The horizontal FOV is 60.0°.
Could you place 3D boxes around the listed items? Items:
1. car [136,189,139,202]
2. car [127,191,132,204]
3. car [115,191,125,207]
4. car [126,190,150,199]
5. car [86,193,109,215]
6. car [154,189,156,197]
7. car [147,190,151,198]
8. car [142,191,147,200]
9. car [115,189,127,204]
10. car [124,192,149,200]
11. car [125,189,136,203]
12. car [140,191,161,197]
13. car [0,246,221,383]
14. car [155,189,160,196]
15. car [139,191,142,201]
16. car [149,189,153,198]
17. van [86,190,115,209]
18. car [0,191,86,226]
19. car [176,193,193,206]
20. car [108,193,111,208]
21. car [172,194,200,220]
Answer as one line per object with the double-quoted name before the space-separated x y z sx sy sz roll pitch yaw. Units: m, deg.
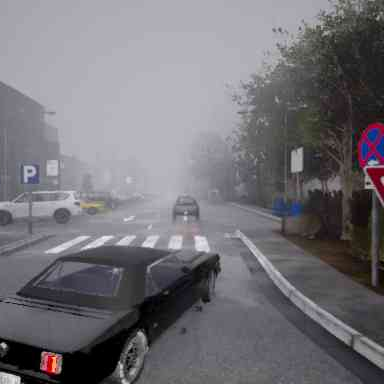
"car" -10.573 0.773 48.077 4.553 1.767 2.185 -1 1 -21
"car" -10.446 1.006 42.070 4.674 1.452 2.002 -1 0 -22
"car" -10.273 1.034 36.061 5.008 1.535 2.097 -1 1 -22
"car" -11.185 0.568 69.072 4.553 1.767 2.185 -1 0 -22
"car" -9.847 1.132 27.126 5.366 1.575 1.946 -1 0 -22
"car" -11.288 0.671 75.094 4.792 1.488 2.163 -1 0 -22
"car" -10.745 0.770 60.150 5.366 1.575 1.946 -1 0 -21
"car" -10.738 0.584 54.087 5.566 2.045 2.435 -1 0 -21
"car" -10.397 0.875 39.060 4.553 1.767 2.185 -1 0 -22
"car" -11.070 0.760 66.079 4.674 1.452 2.002 -1 1 -22
"car" -10.494 0.806 45.077 4.553 1.767 2.185 -1 1 -22
"car" -11.674 0.495 93.148 5.366 1.575 1.946 -1 0 -22
"car" -1.006 1.538 5.368 1.895 1.301 4.718 1 1 21
"car" -11.668 0.548 87.080 4.892 1.521 2.231 -1 0 -22
"car" -10.658 0.896 51.091 4.792 1.488 2.163 -1 0 -22
"car" -10.985 0.496 63.100 5.566 2.045 2.435 -1 0 -22
"van" -10.306 0.845 33.011 4.442 1.987 1.878 -1 1 -22
"car" -9.860 0.957 21.028 5.566 2.045 2.435 -1 1 -22
"car" -1.000 0.957 43.698 2.128 1.511 4.902 0 1 -2
"car" -10.114 1.144 30.062 4.674 1.452 2.002 -1 0 -22
"car" -0.457 1.173 24.862 2.128 1.511 4.902 0 1 -1
